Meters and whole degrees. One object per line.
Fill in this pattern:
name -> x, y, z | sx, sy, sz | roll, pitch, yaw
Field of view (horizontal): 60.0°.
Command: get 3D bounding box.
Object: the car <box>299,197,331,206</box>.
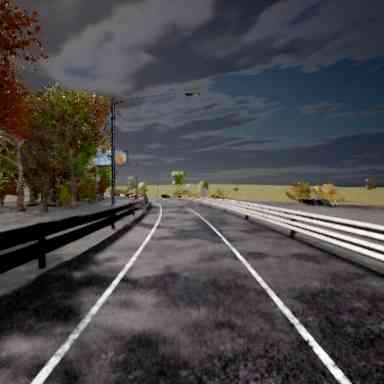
car -> 17.792, 1.341, 48.582 | 1.895, 1.301, 4.718 | -1, 0, -23

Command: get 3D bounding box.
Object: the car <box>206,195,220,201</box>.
car -> 4.903, 1.398, 78.955 | 1.994, 1.385, 4.181 | -1, 0, -23
